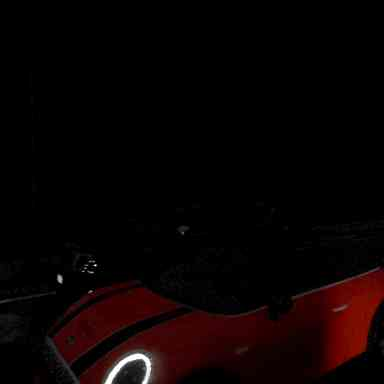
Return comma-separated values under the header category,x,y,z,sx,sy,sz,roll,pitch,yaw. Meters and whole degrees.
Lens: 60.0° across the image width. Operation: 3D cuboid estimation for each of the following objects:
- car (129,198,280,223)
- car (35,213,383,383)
category,x,y,z,sx,sy,sz,roll,pitch,yaw
car,-0.128,1.188,7.596,5.566,2.045,2.150,-1,0,-36
car,0.597,1.330,4.117,4.553,1.767,2.097,-1,0,-36
